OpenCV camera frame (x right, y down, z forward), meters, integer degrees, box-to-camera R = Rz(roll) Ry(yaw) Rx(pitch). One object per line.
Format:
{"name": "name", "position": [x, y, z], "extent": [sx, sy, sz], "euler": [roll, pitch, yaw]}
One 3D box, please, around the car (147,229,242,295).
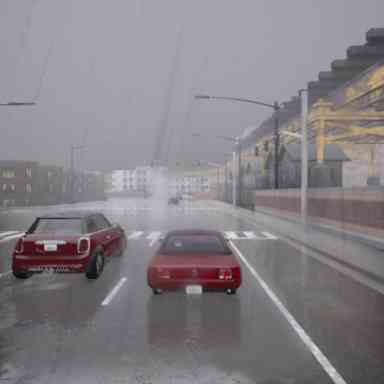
{"name": "car", "position": [0.059, 1.620, 8.707], "extent": [1.895, 1.301, 4.718], "euler": [0, 0, 0]}

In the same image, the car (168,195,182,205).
{"name": "car", "position": [-3.472, 1.612, 63.631], "extent": [1.882, 1.535, 5.008], "euler": [0, 0, 0]}

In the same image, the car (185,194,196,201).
{"name": "car", "position": [-0.114, 1.776, 87.174], "extent": [1.895, 1.301, 4.718], "euler": [0, 0, -3]}

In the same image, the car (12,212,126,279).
{"name": "car", "position": [-3.436, 1.373, 10.232], "extent": [2.097, 1.767, 4.553], "euler": [0, 0, 0]}

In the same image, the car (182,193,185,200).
{"name": "car", "position": [-3.653, 1.689, 89.454], "extent": [1.837, 1.490, 4.892], "euler": [0, 0, -3]}
